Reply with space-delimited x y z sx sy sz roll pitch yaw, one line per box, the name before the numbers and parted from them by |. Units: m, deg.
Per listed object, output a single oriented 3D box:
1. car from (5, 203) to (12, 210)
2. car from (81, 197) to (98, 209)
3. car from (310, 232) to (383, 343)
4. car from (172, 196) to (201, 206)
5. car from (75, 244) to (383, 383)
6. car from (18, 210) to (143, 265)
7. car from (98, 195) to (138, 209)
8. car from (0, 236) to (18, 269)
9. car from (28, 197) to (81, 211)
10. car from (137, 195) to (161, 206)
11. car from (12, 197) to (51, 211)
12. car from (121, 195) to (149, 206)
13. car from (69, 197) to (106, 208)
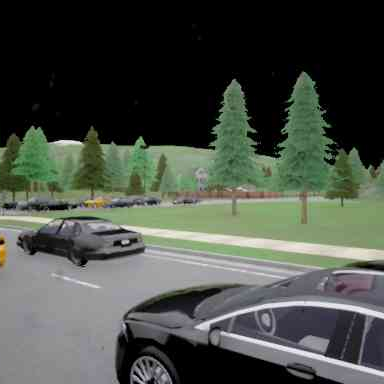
car | -21.351 1.623 42.379 1.895 1.301 4.718 0 0 38
car | -12.988 1.498 47.304 1.882 1.535 5.008 0 0 38
car | 4.269 1.564 5.141 4.181 1.385 1.994 0 0 38
car | -1.306 1.510 56.408 2.128 1.511 4.902 0 0 38
car | 1.330 1.492 2.996 4.902 1.511 2.128 0 0 38
car | -3.992 1.552 11.521 5.357 1.411 2.033 0 0 37
car | -10.035 1.544 45.370 1.812 1.442 4.674 0 0 38
car | -7.241 1.483 9.608 5.008 1.535 1.882 0 0 38
car | -15.707 1.619 38.226 1.895 1.301 4.718 0 0 38
car | -7.161 1.526 54.658 1.837 1.490 4.892 0 0 38
car | -18.631 1.372 40.175 2.097 1.767 4.553 0 0 38
car | -9.723 1.375 57.053 2.097 1.767 4.553 0 0 38
car | -15.568 1.514 49.682 2.128 1.511 4.902 0 0 38
